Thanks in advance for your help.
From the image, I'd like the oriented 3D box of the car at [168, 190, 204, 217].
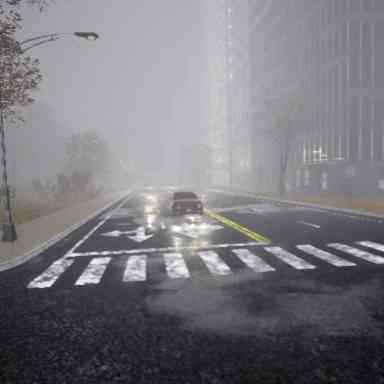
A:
[{"bbox_3d":[-0.503,0.660,21.362,1.882,1.535,5.008,-2,3,-8],"label":"car"}]
